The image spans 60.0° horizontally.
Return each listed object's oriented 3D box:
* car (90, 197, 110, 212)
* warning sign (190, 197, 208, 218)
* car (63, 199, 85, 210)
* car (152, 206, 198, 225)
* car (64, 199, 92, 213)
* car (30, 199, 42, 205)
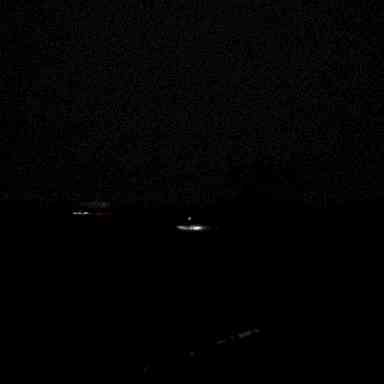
[{"bbox_3d":[-13.424,1.770,46.936,2.150,2.045,5.566,1,-2,-35],"label":"car"},{"bbox_3d":[0.684,1.473,31.802,1.300,1.860,1.060,2,-1,-36],"label":"warning sign"},{"bbox_3d":[-19.735,2.031,55.471,2.097,1.767,4.553,2,-2,-36],"label":"car"},{"bbox_3d":[-1.347,1.763,25.575,1.994,1.385,4.181,2,-2,-36],"label":"car"},{"bbox_3d":[-15.955,2.040,45.576,2.033,1.411,5.357,2,-2,-36],"label":"car"},{"bbox_3d":[-39.554,2.504,84.117,2.097,1.767,4.553,2,-2,-36],"label":"car"}]
